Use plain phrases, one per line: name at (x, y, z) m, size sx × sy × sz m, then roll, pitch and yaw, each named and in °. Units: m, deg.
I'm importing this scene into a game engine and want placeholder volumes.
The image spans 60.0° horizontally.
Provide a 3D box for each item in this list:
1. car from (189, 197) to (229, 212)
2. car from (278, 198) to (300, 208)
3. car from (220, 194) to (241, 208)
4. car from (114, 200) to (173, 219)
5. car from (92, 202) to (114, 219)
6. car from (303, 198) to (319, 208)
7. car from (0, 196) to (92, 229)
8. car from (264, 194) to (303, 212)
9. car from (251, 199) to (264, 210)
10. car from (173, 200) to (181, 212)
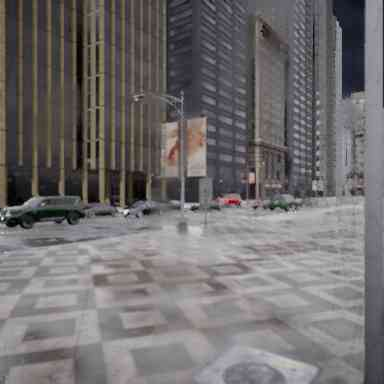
car at (1.884, 1.646, 39.291) m, size 2.033 × 1.411 × 5.357 m, roll 0°, pitch 0°, yaw 35°
car at (15.217, 1.687, 52.214) m, size 1.994 × 1.385 × 4.181 m, roll 0°, pitch 0°, yaw 36°
car at (5.356, 1.341, 49.647) m, size 2.150 × 2.045 × 5.566 m, roll 0°, pitch 0°, yaw 36°
car at (-4.325, 1.574, 30.621) m, size 2.128 × 1.511 × 4.902 m, roll 0°, pitch 0°, yaw 36°
car at (-8.674, 1.645, 30.126) m, size 1.994 × 1.385 × 4.181 m, roll 0°, pitch 0°, yaw 35°
car at (17.620, 1.624, 49.985) m, size 1.837 × 1.490 × 4.892 m, roll 0°, pitch 0°, yaw 36°
car at (-9.997, 1.291, 22.684) m, size 2.150 × 2.045 × 5.566 m, roll 0°, pitch 0°, yaw 36°
car at (11.452, 1.325, 41.286) m, size 2.150 × 2.045 × 5.566 m, roll 0°, pitch 0°, yaw 36°
car at (9.739, 1.656, 44.453) m, size 2.033 × 1.411 × 5.357 m, roll 0°, pitch 0°, yaw 36°
car at (-2.758, 1.622, 38.393) m, size 1.812 × 1.442 × 4.674 m, roll 0°, pitch 0°, yaw 36°
